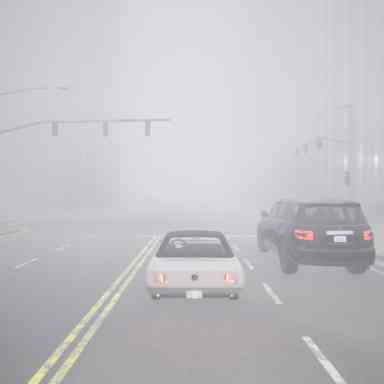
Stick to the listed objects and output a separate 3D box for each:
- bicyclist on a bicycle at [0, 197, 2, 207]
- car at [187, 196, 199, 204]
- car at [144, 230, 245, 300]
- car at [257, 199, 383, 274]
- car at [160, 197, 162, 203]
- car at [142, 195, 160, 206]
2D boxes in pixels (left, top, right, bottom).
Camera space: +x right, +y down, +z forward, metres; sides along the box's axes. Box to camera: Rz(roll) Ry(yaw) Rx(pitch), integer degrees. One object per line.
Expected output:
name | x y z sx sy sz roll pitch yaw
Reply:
bicyclist on a bicycle | -26.356 1.301 45.380 0.582 1.620 1.656 0 0 0
car | 0.168 1.491 61.578 2.128 1.511 4.902 0 0 0
car | 0.072 1.601 8.346 1.895 1.301 4.718 0 0 1
car | 3.589 1.222 10.699 2.150 2.045 5.566 0 0 0
car | -6.936 1.547 65.737 2.033 1.411 5.357 0 0 1
car | -7.011 1.352 55.218 2.097 1.767 4.553 0 0 0
